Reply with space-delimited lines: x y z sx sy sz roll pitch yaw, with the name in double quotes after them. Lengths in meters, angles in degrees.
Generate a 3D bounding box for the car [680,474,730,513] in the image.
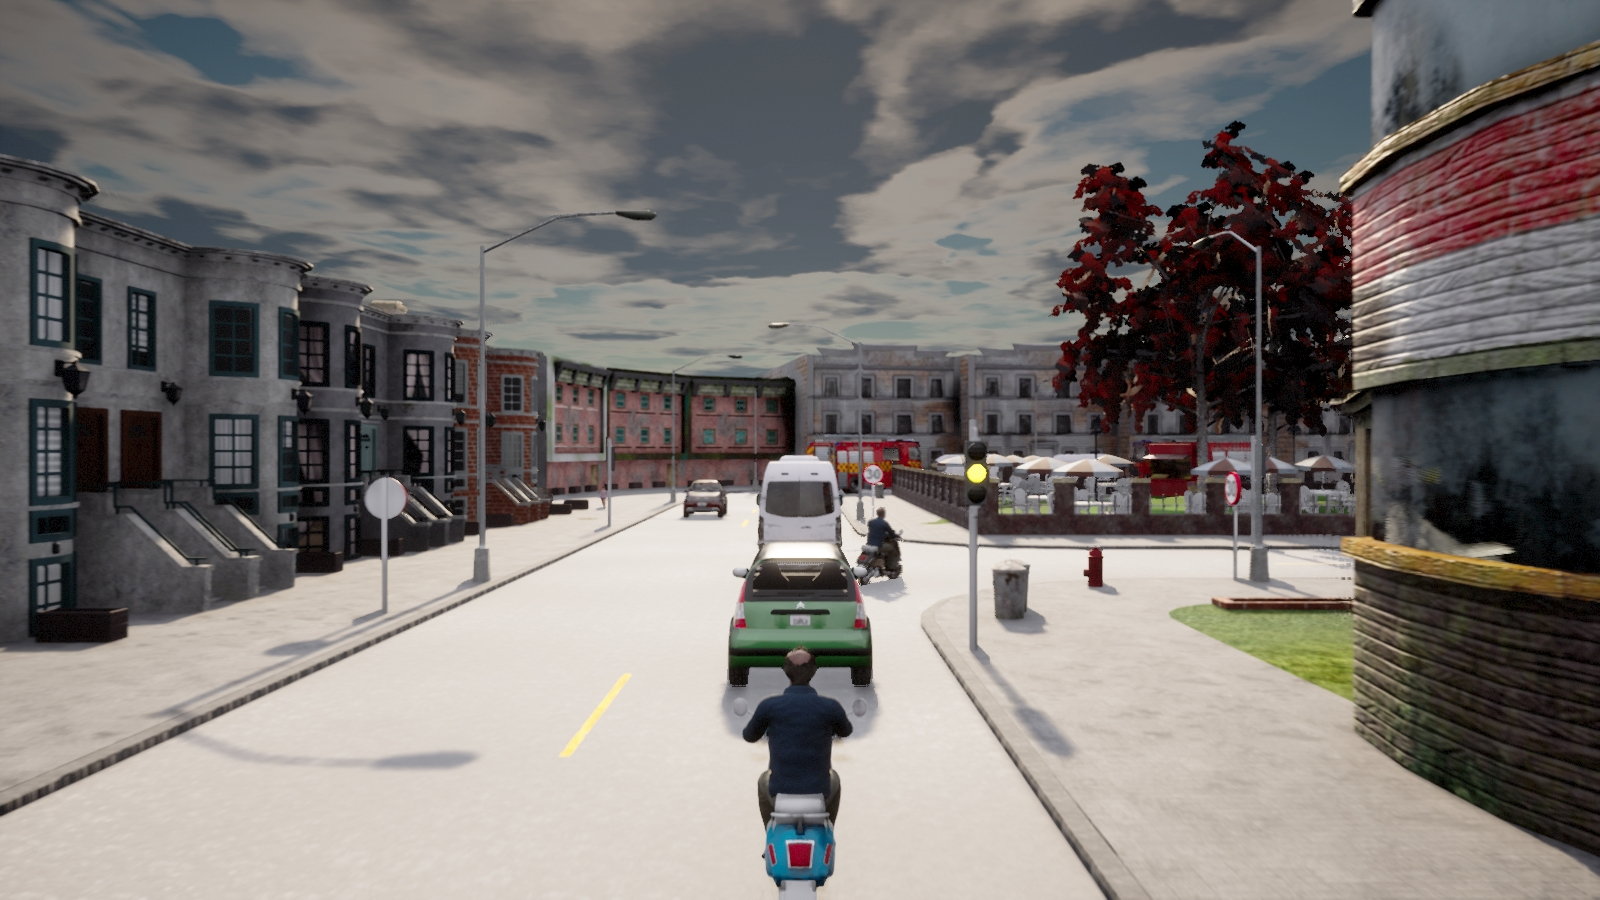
-4.015 1.822 48.792 1.789 1.549 3.705 0 0 0 "car"

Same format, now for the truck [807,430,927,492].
4.516 0.697 75.350 8.468 3.827 2.891 0 0 -43 "truck"

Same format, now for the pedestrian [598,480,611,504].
-9.025 1.923 52.703 0.500 1.100 0.500 0 0 1 "pedestrian"

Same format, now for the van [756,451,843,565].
-0.009 1.325 28.983 1.988 2.561 5.915 0 0 0 "van"

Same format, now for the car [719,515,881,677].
-0.001 1.785 15.066 1.851 1.617 3.988 0 0 0 "car"
